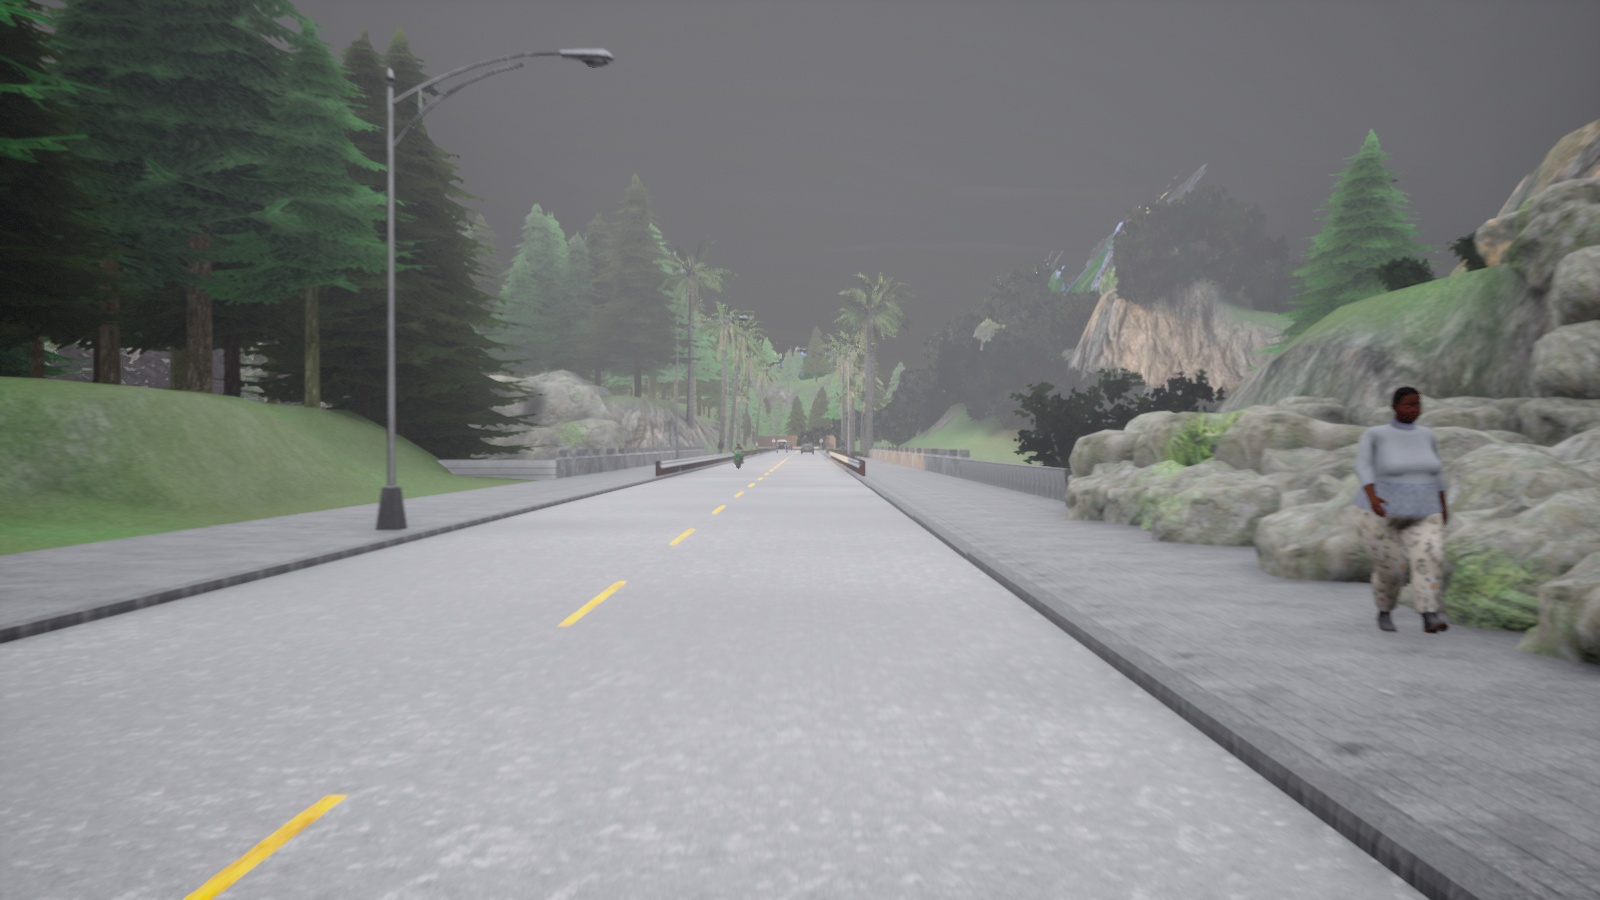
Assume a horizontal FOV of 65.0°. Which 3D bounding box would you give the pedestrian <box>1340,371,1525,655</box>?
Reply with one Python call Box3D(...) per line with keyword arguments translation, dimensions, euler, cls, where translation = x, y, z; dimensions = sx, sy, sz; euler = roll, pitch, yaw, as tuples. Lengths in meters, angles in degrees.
Box3D(translation=(4.341, 0.412, 8.692), dimensions=(0.874, 1.855, 0.900), euler=(0, 0, 5), cls="pedestrian")
